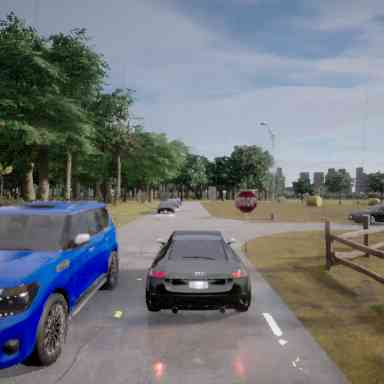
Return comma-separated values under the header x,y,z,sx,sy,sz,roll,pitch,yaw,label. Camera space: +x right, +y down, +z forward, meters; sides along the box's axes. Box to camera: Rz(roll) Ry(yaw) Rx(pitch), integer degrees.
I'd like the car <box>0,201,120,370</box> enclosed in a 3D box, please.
x,y,z,sx,sy,sz,roll,pitch,yaw,label
-2.852,1.227,6.124,2.150,2.045,5.566,0,0,0,car

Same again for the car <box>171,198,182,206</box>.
x,y,z,sx,sy,sz,roll,pitch,yaw,label
-2.820,1.780,60.314,1.812,1.442,4.674,0,0,0,car

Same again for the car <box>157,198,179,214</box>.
x,y,z,sx,sy,sz,roll,pitch,yaw,label
-2.821,1.640,37.700,2.033,1.411,5.357,0,0,-1,car

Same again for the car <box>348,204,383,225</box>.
x,y,z,sx,sy,sz,roll,pitch,yaw,label
13.848,1.602,23.987,4.892,1.490,1.837,0,-2,0,car

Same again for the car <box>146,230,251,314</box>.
x,y,z,sx,sy,sz,roll,pitch,yaw,label
0.106,1.572,7.740,1.994,1.385,4.181,0,0,0,car

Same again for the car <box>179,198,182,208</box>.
x,y,z,sx,sy,sz,roll,pitch,yaw,label
-2.833,1.687,48.400,1.812,1.442,4.674,0,0,0,car
